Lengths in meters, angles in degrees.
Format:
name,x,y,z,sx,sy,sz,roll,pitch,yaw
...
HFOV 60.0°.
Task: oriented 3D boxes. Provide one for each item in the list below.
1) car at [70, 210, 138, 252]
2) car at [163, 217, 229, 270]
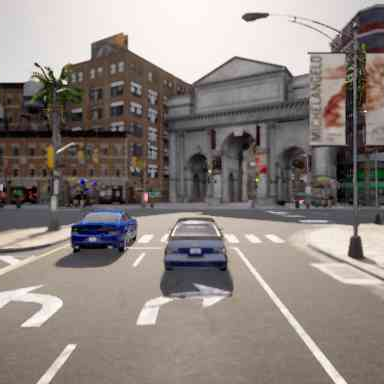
name,x,y,z,sx,sy,sz,roll,pitch,yaw
car,-3.463,1.467,13.876,1.882,1.535,5.008,0,0,-1
car,0.135,1.537,10.931,2.033,1.411,5.357,0,0,1
